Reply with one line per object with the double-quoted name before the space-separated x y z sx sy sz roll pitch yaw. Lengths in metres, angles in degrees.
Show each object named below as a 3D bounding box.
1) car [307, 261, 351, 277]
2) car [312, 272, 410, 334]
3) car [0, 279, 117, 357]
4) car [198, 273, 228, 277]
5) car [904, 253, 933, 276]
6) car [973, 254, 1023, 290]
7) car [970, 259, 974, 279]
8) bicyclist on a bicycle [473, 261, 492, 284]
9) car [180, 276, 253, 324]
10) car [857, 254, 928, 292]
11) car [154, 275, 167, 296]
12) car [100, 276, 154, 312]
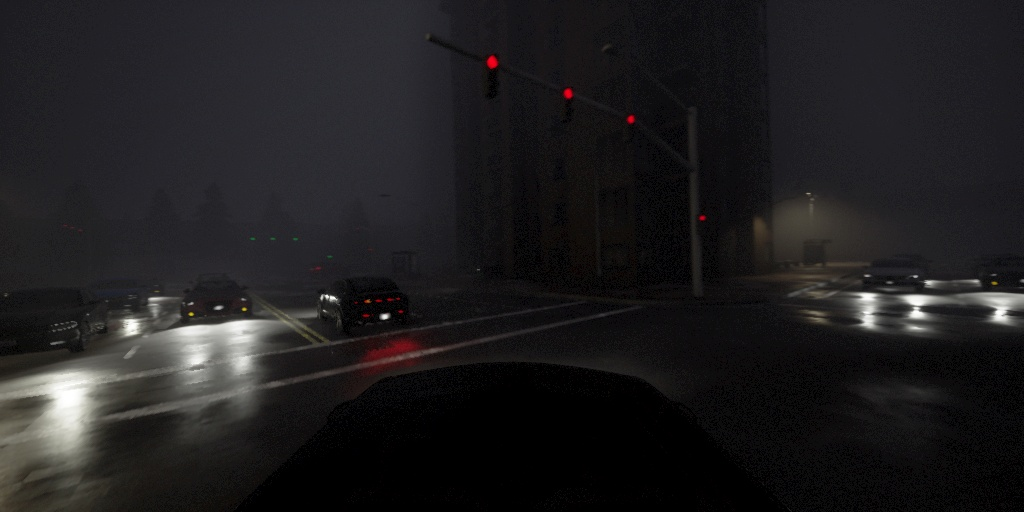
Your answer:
"car" -22.760 1.634 44.775 2.150 2.045 5.566 -3 0 16
"car" -4.867 1.404 11.492 1.837 1.490 4.892 -1 0 -38
"car" -12.028 1.572 9.216 1.882 1.535 5.008 -2 0 -42
"car" -17.224 1.747 20.698 2.128 1.511 4.902 -2 0 -40
"car" 24.982 0.593 22.688 4.892 1.490 1.837 -2 0 -40
"car" 21.549 0.737 15.285 4.181 1.385 1.994 -2 0 -40
"car" 27.977 0.566 20.621 4.181 1.385 1.994 -2 0 -40
"bicyclist on a bicycle" -2.097 1.144 25.259 1.656 1.620 0.582 -2 0 -41
"car" -11.455 1.649 13.931 1.994 1.385 4.181 -2 0 -40
"car" 17.868 0.803 16.768 4.674 1.442 1.812 -2 0 -40
"car" -24.886 2.037 24.341 1.994 1.385 4.181 -2 0 -40
"car" -18.231 1.755 16.497 1.882 1.535 5.008 -2 0 -40
